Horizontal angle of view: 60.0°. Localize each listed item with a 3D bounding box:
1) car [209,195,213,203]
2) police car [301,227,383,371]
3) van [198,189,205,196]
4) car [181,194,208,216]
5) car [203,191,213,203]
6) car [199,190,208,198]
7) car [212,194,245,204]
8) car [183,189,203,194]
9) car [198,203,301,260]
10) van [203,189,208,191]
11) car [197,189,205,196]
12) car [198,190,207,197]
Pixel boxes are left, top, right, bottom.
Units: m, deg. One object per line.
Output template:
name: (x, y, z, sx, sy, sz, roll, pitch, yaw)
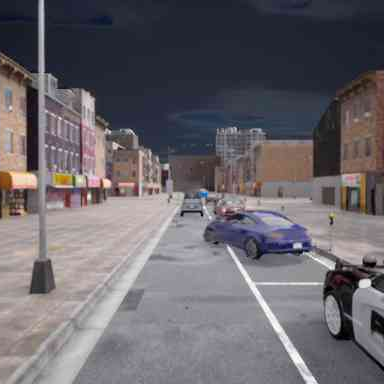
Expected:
car: (2.622, 1.192, 27.639, 1.802, 1.307, 4.206, 0, 1, 0)
police car: (3.007, 1.374, 3.444, 1.930, 1.638, 5.238, 0, 1, 0)
van: (2.587, 0.229, 88.099, 1.690, 1.788, 3.998, 0, 1, 0)
car: (0.037, 1.161, 27.455, 2.033, 1.411, 5.357, 0, 1, 1)
car: (2.612, 0.944, 44.675, 2.008, 1.369, 4.403, 0, 1, 0)
car: (2.594, 0.452, 77.149, 1.967, 1.590, 4.097, 0, 1, 0)
car: (2.625, 1.129, 21.958, 1.967, 1.590, 4.097, 0, 1, 0)
car: (0.048, 0.613, 44.164, 2.150, 2.045, 5.566, 0, 0, 0)
car: (2.134, 1.358, 11.767, 1.812, 1.442, 4.674, 0, 1, -24)
van: (2.596, 0.416, 71.673, 1.690, 1.788, 3.998, 0, 1, 0)
car: (2.582, 0.142, 93.571, 2.192, 1.841, 5.009, 0, 1, 0)
car: (2.590, 0.390, 82.625, 1.967, 1.590, 4.097, 0, 1, 0)
